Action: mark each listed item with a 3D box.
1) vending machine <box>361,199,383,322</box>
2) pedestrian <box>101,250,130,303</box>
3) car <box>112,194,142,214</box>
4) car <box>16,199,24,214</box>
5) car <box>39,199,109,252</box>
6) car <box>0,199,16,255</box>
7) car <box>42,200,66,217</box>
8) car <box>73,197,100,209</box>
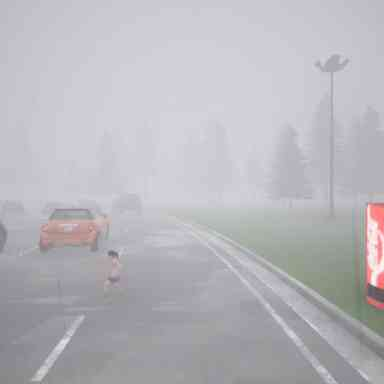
[{"bbox_3d":[3.845,1.195,6.014,1.100,2.100,0.880,0,0,-4],"label":"vending machine"},{"bbox_3d":[-1.542,1.674,6.694,0.500,1.100,0.500,0,0,-5],"label":"pedestrian"},{"bbox_3d":[-6.984,1.221,35.551,2.150,2.045,5.566,0,0,-25],"label":"car"},{"bbox_3d":[-18.517,1.489,34.310,2.128,1.511,4.902,0,0,-31],"label":"car"},{"bbox_3d":[-4.767,1.352,14.066,2.097,1.767,4.553,0,0,-8],"label":"car"},{"bbox_3d":[-7.625,1.221,9.890,2.150,2.045,5.566,0,0,-7],"label":"car"},{"bbox_3d":[-13.427,1.563,32.149,1.994,1.385,4.181,0,0,-25],"label":"car"},{"bbox_3d":[-15.060,1.525,47.408,1.812,1.442,4.674,0,0,-43],"label":"car"}]
